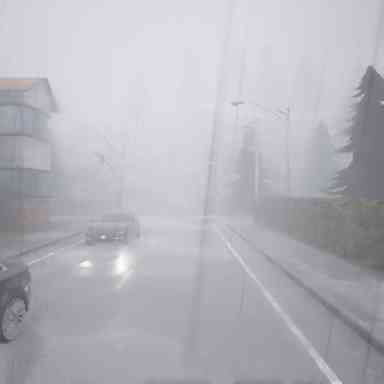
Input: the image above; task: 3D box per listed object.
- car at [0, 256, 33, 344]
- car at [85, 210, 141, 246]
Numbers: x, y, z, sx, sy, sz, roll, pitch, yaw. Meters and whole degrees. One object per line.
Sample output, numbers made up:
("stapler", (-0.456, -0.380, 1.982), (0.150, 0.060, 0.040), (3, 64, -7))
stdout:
("car", (-3.615, 1.529, 3.721), (2.128, 1.511, 4.902), (0, -1, 0))
("car", (-3.670, 1.650, 16.148), (1.837, 1.490, 4.892), (0, -1, 0))
